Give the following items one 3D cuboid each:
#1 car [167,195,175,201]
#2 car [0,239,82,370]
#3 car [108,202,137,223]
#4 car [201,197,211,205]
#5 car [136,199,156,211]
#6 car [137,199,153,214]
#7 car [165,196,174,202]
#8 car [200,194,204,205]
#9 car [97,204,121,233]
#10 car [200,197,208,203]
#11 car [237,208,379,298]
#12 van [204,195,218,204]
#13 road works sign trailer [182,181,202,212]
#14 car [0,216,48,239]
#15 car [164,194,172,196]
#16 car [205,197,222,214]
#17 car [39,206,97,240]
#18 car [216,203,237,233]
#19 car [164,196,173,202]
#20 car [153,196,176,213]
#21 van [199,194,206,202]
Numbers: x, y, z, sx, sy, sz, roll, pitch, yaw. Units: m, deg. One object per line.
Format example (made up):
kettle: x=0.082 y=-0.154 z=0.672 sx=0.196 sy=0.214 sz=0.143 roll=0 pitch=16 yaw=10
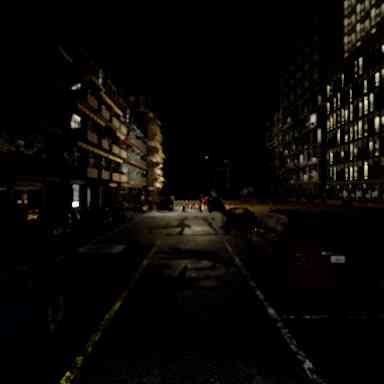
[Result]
car: x=-5.681 y=1.640 z=91.408 sx=1.967 sy=1.590 sz=4.097 roll=0 pitch=0 yaw=0
car: x=-3.077 y=1.606 z=4.020 sx=1.895 sy=1.301 sz=4.718 roll=0 pitch=0 yaw=0
car: x=-5.691 y=1.476 z=25.089 sx=1.967 sy=1.590 sz=4.097 roll=0 pitch=0 yaw=0
car: x=2.695 y=1.646 z=63.944 sx=1.752 sy=1.417 sz=4.829 roll=0 pitch=0 yaw=0
car: x=-5.687 y=1.611 z=41.668 sx=1.887 sy=1.381 sz=4.507 roll=0 pitch=0 yaw=0
car: x=-5.688 y=1.580 z=35.973 sx=1.752 sy=1.417 sz=4.829 roll=0 pitch=0 yaw=0
car: x=-5.681 y=1.733 z=85.882 sx=2.008 sy=1.369 sz=4.403 roll=0 pitch=0 yaw=0
car: x=2.694 y=1.546 z=58.247 sx=1.967 sy=1.590 sz=4.097 roll=0 pitch=0 yaw=0
car: x=-5.691 y=1.610 z=19.563 sx=1.802 sy=1.307 sz=4.206 roll=0 pitch=0 yaw=0
car: x=2.697 y=1.732 z=74.827 sx=1.802 sy=1.307 sz=4.206 roll=0 pitch=0 yaw=0
car: x=2.686 y=1.327 z=8.507 sx=2.192 sy=1.841 sz=5.009 roll=0 pitch=0 yaw=0
van: x=2.691 y=1.408 z=41.667 sx=1.690 sy=1.788 sz=3.998 roll=0 pitch=0 yaw=0
road works sign trailer: x=0.006 y=0.527 z=39.667 sx=2.380 sy=3.560 sz=2.880 roll=0 pitch=0 yaw=0
car: x=-5.693 y=1.556 z=8.508 sx=1.887 sy=1.381 sz=4.507 roll=0 pitch=0 yaw=0
car: x=-5.684 y=1.660 z=69.133 sx=1.752 sy=1.417 sz=4.829 roll=0 pitch=0 yaw=0
car: x=2.692 y=1.581 z=36.311 sx=1.752 sy=1.417 sz=4.829 roll=0 pitch=0 yaw=0
car: x=-5.692 y=1.460 z=14.036 sx=1.967 sy=1.590 sz=4.097 roll=0 pitch=0 yaw=0
car: x=2.689 y=1.573 z=19.561 sx=1.887 sy=1.381 sz=4.507 roll=0 pitch=0 yaw=0
car: x=-5.682 y=1.717 z=80.356 sx=2.008 sy=1.369 sz=4.403 roll=0 pitch=0 yaw=0
car: x=-3.086 y=1.538 z=38.786 sx=1.882 sy=1.535 sz=5.008 roll=0 pitch=0 yaw=0
van: x=2.697 y=1.524 z=85.881 sx=1.690 sy=1.788 sz=3.998 roll=0 pitch=0 yaw=0
